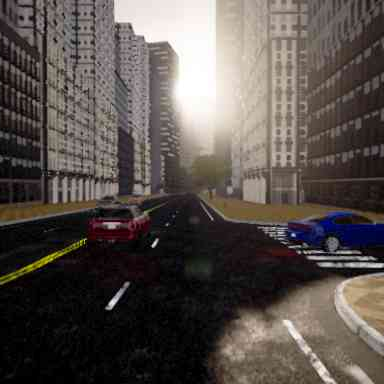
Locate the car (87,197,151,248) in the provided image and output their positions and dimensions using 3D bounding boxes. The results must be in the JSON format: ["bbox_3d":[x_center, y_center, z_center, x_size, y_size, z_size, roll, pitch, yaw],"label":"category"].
[{"bbox_3d":[-3.146,1.345,15.181,2.097,1.767,4.553,0,1,0],"label":"car"}]

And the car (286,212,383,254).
[{"bbox_3d":[6.423,1.576,13.987,5.008,1.535,1.882,0,-1,-17],"label":"car"}]

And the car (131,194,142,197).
[{"bbox_3d":[-9.775,1.182,58.396,2.097,1.767,4.553,0,0,0],"label":"car"}]

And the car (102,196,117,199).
[{"bbox_3d":[-9.833,1.237,39.579,2.097,1.767,4.553,0,0,0],"label":"car"}]
